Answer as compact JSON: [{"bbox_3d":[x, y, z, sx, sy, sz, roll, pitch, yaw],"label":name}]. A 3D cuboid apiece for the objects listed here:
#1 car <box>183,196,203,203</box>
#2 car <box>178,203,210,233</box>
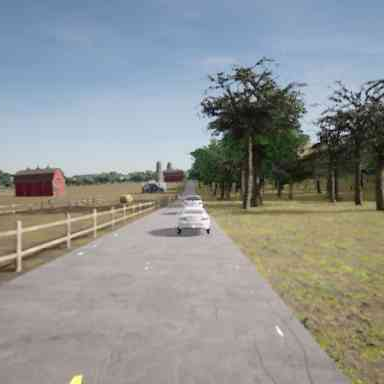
[{"bbox_3d":[0.106,1.449,39.364,2.150,2.045,5.566,0,0,0],"label":"car"},{"bbox_3d":[0.103,1.615,20.049,1.812,1.442,4.674,0,0,0],"label":"car"}]
